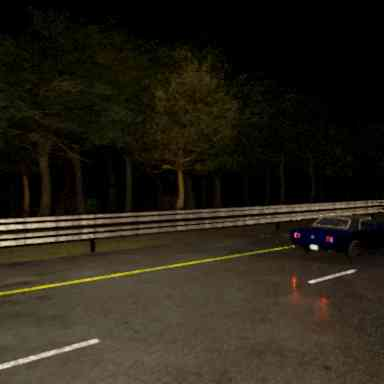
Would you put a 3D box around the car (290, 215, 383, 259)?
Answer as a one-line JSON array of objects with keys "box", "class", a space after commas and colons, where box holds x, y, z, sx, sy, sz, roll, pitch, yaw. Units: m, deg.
[{"box": [5.806, 1.494, 12.165, 4.718, 1.301, 1.895, -1, 0, -35], "class": "car"}]
